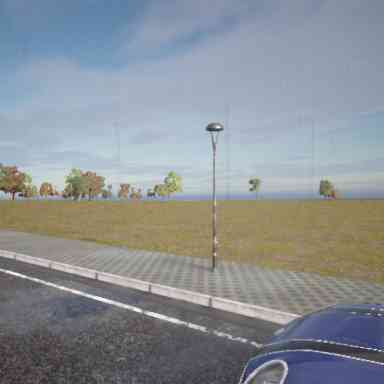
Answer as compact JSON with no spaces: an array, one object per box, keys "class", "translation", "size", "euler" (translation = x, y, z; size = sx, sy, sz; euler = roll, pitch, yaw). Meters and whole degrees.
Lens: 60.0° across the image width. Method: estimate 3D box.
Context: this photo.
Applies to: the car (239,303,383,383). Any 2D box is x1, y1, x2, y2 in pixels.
[{"class":"car","translation":[2.488,1.352,1.919],"size":[4.553,1.767,2.097],"euler":[0,0,35]}]
